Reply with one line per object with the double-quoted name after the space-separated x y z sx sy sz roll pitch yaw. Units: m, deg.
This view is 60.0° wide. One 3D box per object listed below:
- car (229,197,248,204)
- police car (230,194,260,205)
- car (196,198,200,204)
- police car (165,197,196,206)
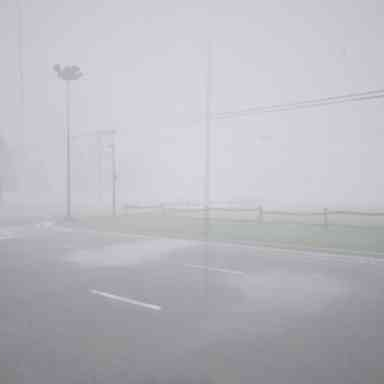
9.405 1.697 67.182 1.812 1.442 4.674 0 0 36 "car"
9.363 1.291 59.152 5.238 1.638 1.930 -5 -21 27 "police car"
-0.376 1.689 65.702 1.882 1.535 5.008 0 0 37 "car"
-2.254 1.705 58.053 4.974 1.542 2.038 0 -1 0 "police car"
